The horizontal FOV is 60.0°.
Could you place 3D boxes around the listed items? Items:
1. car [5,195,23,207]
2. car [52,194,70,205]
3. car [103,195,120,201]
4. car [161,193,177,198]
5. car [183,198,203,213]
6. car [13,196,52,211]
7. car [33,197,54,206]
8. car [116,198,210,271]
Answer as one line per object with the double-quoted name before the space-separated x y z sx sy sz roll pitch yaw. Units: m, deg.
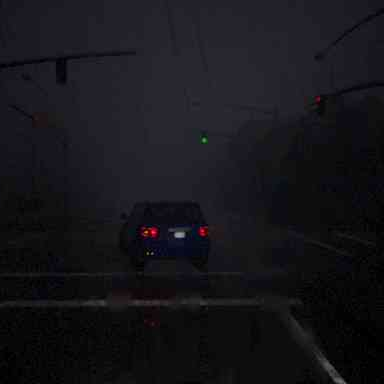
"car" -25.886 1.311 49.711 1.932 1.855 4.605 0 0 0
"car" -22.620 1.294 57.588 1.905 1.878 3.866 0 0 0
"car" -22.162 1.711 91.590 4.611 1.667 2.242 0 0 0
"car" -3.536 1.244 51.950 2.150 2.045 5.566 0 0 1
"car" 0.104 1.508 38.796 2.128 1.511 4.902 0 0 0
"car" -18.919 1.507 39.718 2.007 1.523 4.514 0 0 0
"car" -25.946 1.578 58.190 1.970 1.475 3.806 0 0 0
"car" -1.157 1.315 11.499 2.150 2.045 5.566 1 -2 -18
